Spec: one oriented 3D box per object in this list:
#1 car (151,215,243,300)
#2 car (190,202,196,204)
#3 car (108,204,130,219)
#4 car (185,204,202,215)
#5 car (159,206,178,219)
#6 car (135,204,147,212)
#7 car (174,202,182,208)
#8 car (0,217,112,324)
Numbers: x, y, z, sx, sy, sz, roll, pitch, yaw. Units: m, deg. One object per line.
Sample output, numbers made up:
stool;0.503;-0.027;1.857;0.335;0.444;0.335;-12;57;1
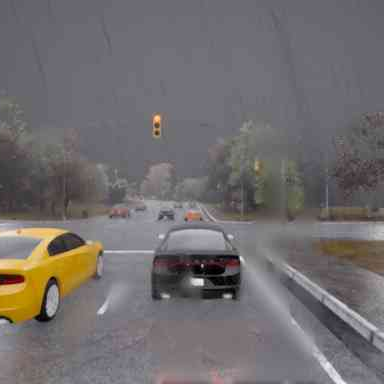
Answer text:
car;0.101;1.562;8.615;1.882;1.535;5.008;0;-1;0
car;0.156;3.172;78.488;2.033;1.411;5.357;0;0;0
car;-10.483;2.754;48.385;2.150;2.045;5.566;0;-1;1
car;0.188;2.741;43.375;2.097;1.767;4.553;0;-2;0
car;-3.311;2.925;44.317;1.837;1.490;4.892;0;-2;0
car;-10.363;3.261;67.847;2.033;1.411;5.357;0;0;0
car;-3.343;3.178;79.745;1.994;1.385;4.181;0;0;0
car;-3.406;1.539;7.373;1.882;1.535;5.008;0;-1;0
